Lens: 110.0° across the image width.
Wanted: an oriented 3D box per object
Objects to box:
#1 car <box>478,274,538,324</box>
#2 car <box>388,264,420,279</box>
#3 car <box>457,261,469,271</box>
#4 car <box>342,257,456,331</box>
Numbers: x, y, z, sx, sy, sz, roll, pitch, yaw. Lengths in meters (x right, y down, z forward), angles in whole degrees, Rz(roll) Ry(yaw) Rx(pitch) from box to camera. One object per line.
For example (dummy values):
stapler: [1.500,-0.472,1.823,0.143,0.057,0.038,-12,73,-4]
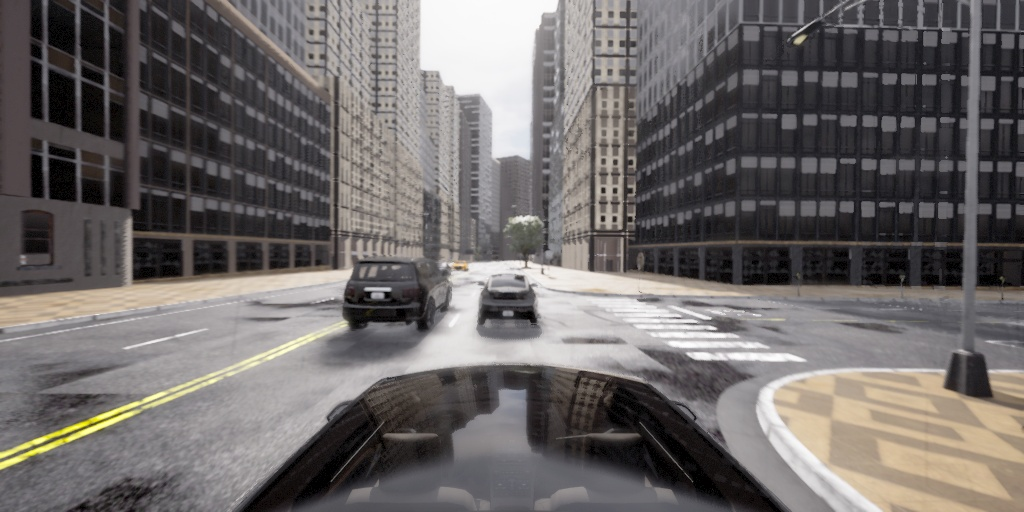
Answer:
car: [-0.145,1.365,12.596,1.837,1.490,4.892,1,1,-1]
car: [-10.554,1.440,35.393,1.895,1.301,4.718,1,0,-1]
car: [-7.630,1.446,53.664,1.882,1.535,5.008,1,0,-1]
car: [-3.365,1.041,11.506,2.150,2.045,5.566,1,1,-1]
